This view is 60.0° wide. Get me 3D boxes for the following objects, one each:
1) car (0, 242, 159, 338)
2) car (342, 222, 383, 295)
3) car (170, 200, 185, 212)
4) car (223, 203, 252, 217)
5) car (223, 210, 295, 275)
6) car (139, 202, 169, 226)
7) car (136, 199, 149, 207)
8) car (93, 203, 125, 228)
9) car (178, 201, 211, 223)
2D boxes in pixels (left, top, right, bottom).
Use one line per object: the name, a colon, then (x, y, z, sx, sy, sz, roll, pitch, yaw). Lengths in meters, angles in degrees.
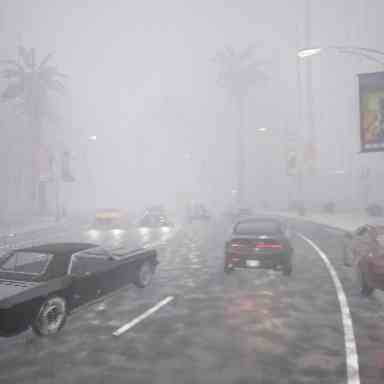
car: (-2.556, 1.722, 7.034, 1.895, 1.301, 4.718, -2, 0, 23)
car: (4.882, 1.469, 8.160, 1.812, 1.442, 4.674, -2, -1, 18)
car: (-1.291, 1.867, 43.868, 1.882, 1.535, 5.008, -1, -1, -25)
car: (3.778, 1.654, 27.350, 1.812, 1.442, 4.674, -1, -1, -5)
car: (2.231, 1.535, 10.627, 1.837, 1.490, 4.892, -1, 0, 17)
car: (-2.960, 1.809, 26.322, 1.837, 1.490, 4.892, -1, -1, -5)
car: (-9.883, 2.275, 67.306, 2.231, 1.521, 4.892, -1, -1, -28)
car: (-6.449, 1.880, 26.173, 1.882, 1.535, 5.008, -1, 0, -5)
car: (0.308, 1.771, 28.446, 2.033, 1.411, 5.357, -1, 0, -8)
